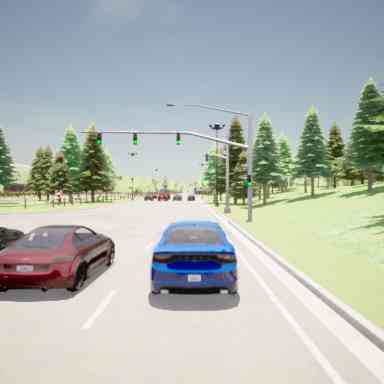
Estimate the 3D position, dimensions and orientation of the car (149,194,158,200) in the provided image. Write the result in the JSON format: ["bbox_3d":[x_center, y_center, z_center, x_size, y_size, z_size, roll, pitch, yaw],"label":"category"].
[{"bbox_3d":[-10.695,1.332,92.811,1.837,1.490,4.892,0,0,0],"label":"car"}]

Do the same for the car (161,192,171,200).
[{"bbox_3d":[-7.195,1.057,92.849,2.150,2.045,5.566,0,0,0],"label":"car"}]

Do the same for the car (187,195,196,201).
[{"bbox_3d":[-0.173,1.469,82.414,1.882,1.535,5.008,0,0,0],"label":"car"}]

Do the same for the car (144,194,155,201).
[{"bbox_3d":[-10.673,1.491,82.392,1.837,1.490,4.892,0,0,0],"label":"car"}]

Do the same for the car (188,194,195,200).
[{"bbox_3d":[-0.195,1.385,92.833,1.994,1.385,4.181,0,0,0],"label":"car"}]

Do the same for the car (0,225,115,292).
[{"bbox_3d":[-3.452,1.564,8.942,1.994,1.385,4.181,0,0,1],"label":"car"}]

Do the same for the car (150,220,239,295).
[{"bbox_3d":[0.053,1.478,8.803,1.882,1.535,5.008,0,0,0],"label":"car"}]

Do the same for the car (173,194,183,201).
[{"bbox_3d":[-3.674,1.346,82.760,2.097,1.767,4.553,0,0,0],"label":"car"}]

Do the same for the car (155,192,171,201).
[{"bbox_3d":[-7.173,1.217,82.429,2.150,2.045,5.566,0,0,0],"label":"car"}]

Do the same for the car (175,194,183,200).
[{"bbox_3d":[-3.695,1.385,92.826,1.994,1.385,4.181,0,0,0],"label":"car"}]
